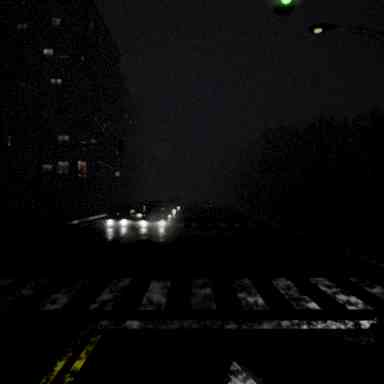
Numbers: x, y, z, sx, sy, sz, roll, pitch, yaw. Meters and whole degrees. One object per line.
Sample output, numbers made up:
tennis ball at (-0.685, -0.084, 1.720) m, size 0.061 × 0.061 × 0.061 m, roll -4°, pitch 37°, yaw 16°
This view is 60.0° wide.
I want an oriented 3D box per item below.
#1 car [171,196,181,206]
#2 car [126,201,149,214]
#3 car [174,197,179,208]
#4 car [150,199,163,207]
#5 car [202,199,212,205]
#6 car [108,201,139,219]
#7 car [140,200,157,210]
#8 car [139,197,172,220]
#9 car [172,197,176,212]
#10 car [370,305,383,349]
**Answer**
car at (-3.254, 1.707, 64.518) m, size 2.150 × 2.045 × 5.566 m, roll 0°, pitch 0°, yaw 0°
car at (-6.602, 1.848, 40.852) m, size 2.033 × 1.411 × 5.357 m, roll 0°, pitch 0°, yaw 0°
car at (-3.341, 1.879, 50.491) m, size 1.837 × 1.490 × 4.892 m, roll 0°, pitch 0°, yaw 0°
car at (-6.535, 1.987, 61.472) m, size 1.812 × 1.442 × 4.674 m, roll 0°, pitch 0°, yaw 1°
car at (3.248, 2.145, 72.522) m, size 1.895 × 1.301 × 4.718 m, roll 0°, pitch 0°, yaw 0°
car at (-6.600, 1.794, 31.624) m, size 1.994 × 1.385 × 4.181 m, roll 0°, pitch 0°, yaw 0°
car at (-6.590, 1.940, 50.670) m, size 1.994 × 1.385 × 4.181 m, roll 0°, pitch 0°, yaw 0°
car at (-3.352, 1.578, 31.018) m, size 2.097 × 1.767 × 4.553 m, roll 0°, pitch 0°, yaw 0°
car at (-3.349, 1.773, 40.243) m, size 1.882 × 1.535 × 5.008 m, roll 0°, pitch 0°, yaw 0°
car at (3.353, 1.564, 2.062) m, size 2.033 × 1.411 × 5.357 m, roll 0°, pitch 0°, yaw 0°
